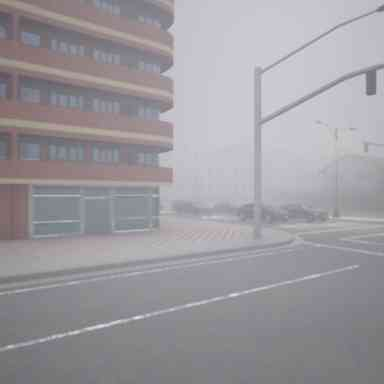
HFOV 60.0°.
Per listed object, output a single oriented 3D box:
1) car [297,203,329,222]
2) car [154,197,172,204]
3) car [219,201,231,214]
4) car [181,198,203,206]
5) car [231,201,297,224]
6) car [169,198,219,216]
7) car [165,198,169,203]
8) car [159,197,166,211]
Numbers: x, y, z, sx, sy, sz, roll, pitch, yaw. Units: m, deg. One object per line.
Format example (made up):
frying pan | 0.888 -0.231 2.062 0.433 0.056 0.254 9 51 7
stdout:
car | 9.044 1.661 27.734 1.812 1.442 4.674 0 0 -34
car | -6.193 1.771 70.469 1.994 1.385 4.181 0 0 -35
car | 4.112 1.662 34.907 1.812 1.442 4.674 0 0 -34
car | 0.023 1.771 61.466 1.994 1.385 4.181 0 0 -35
car | 5.608 1.620 26.531 1.837 1.490 4.892 0 0 -34
car | 0.088 1.662 34.562 2.033 1.411 5.357 1 0 -34
car | -1.068 1.643 42.419 1.837 1.490 4.892 0 0 -35
car | -5.621 1.665 42.864 2.033 1.411 5.357 0 0 -34
